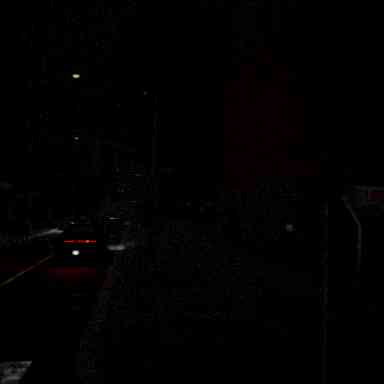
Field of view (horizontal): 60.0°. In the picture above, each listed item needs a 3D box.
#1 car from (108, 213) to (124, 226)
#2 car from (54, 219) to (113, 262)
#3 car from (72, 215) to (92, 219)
[{"bbox_3d":[-9.463,3.416,41.377,2.128,1.511,4.902,2,-3,-10],"label":"car"},{"bbox_3d":[-4.841,2.172,15.063,1.837,1.490,4.892,2,-3,-10],"label":"car"},{"bbox_3d":[-11.121,3.032,33.869,1.812,1.442,4.674,2,-3,-10],"label":"car"}]
